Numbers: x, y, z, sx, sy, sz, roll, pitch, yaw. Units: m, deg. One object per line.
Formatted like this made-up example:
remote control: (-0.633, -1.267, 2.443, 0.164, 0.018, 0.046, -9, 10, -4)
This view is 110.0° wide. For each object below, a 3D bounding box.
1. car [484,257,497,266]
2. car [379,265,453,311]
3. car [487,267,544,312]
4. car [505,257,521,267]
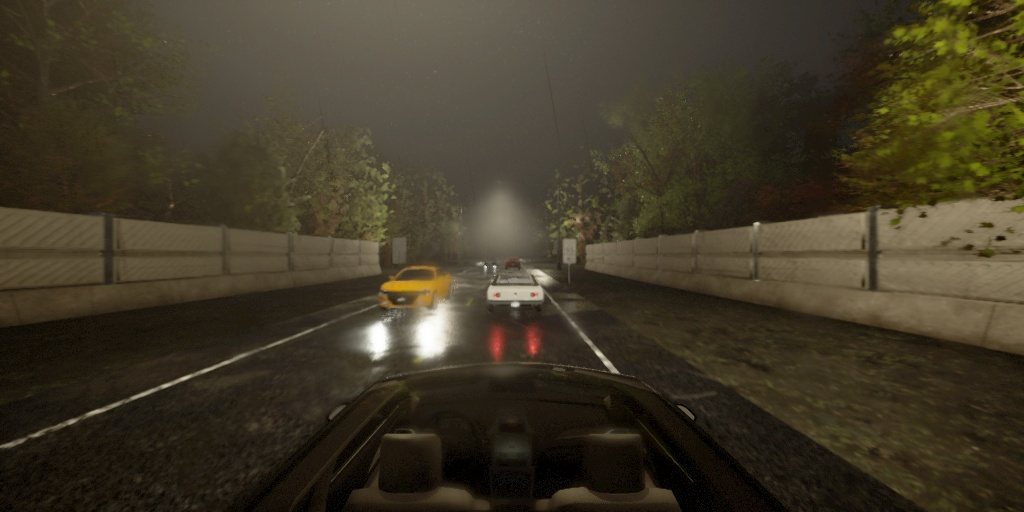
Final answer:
car: (-3.504, 0.852, 58.971, 1.812, 1.442, 4.674, 0, 1, 1)
car: (-3.592, 1.144, 14.151, 1.882, 1.535, 5.008, 0, 0, 0)
car: (0.114, 1.274, 13.809, 1.895, 1.301, 4.718, 0, 0, 0)
car: (0.108, 0.910, 46.912, 1.882, 1.535, 5.008, 0, 0, 0)
